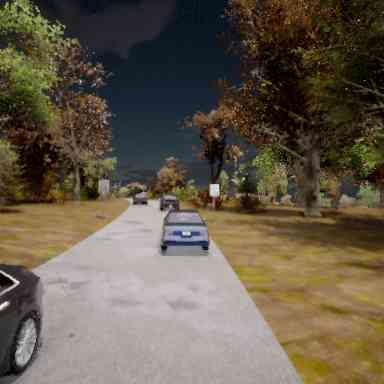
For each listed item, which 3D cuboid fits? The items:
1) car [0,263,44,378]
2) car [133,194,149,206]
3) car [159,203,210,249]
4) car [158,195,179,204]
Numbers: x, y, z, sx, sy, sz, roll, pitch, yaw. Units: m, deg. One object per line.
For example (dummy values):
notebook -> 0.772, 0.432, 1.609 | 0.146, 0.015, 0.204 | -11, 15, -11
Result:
car -> -2.917, 1.458, 2.706 | 1.837, 1.490, 4.892 | 1, 0, -1
car -> -6.574, 0.957, 42.447 | 2.033, 1.411, 5.357 | 2, 0, -10
car -> -0.350, 1.435, 13.950 | 2.033, 1.411, 5.357 | 1, 1, -3
car -> -2.379, 1.084, 34.391 | 1.837, 1.490, 4.892 | 2, 1, -8
